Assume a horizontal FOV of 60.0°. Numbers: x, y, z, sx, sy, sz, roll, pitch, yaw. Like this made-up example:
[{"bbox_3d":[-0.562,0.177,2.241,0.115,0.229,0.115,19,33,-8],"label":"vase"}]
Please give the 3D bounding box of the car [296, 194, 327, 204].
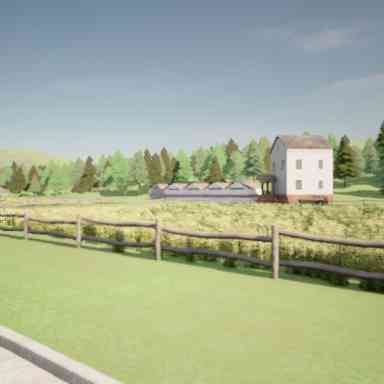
[{"bbox_3d":[18.865,1.236,52.601,4.605,1.855,1.932,0,0,35],"label":"car"}]
